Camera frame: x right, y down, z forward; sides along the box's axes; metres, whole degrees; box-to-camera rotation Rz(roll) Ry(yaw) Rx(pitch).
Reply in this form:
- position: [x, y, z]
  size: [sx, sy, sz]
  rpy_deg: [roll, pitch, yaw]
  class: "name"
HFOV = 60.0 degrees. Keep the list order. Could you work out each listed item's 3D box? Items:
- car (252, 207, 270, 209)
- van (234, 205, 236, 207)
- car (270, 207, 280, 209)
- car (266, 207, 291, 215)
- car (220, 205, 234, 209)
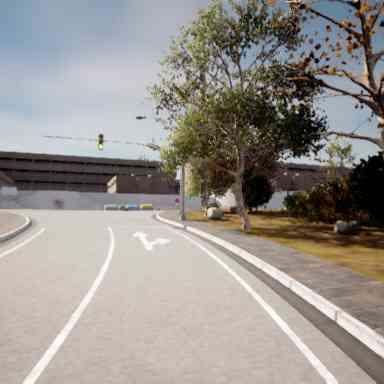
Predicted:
- position: [13.511, 4.103, 72.171]
  size: [1.946, 1.575, 5.366]
  rpy_deg: [4, -8, -41]
  class: "car"
- position: [8.155, 3.731, 69.805]
  size: [1.878, 1.987, 4.442]
  rpy_deg: [5, -8, -41]
  class: "van"
- position: [16.415, 4.154, 73.111]
  size: [2.231, 1.521, 4.892]
  rpy_deg: [4, -8, -41]
  class: "car"
- position: [19.191, 4.219, 74.207]
  size: [2.097, 1.535, 5.008]
  rpy_deg: [5, -8, -41]
  class: "car"
- position: [5.426, 3.885, 68.648]
  size: [1.946, 1.575, 5.366]
  rpy_deg: [5, -8, -41]
  class: "car"
